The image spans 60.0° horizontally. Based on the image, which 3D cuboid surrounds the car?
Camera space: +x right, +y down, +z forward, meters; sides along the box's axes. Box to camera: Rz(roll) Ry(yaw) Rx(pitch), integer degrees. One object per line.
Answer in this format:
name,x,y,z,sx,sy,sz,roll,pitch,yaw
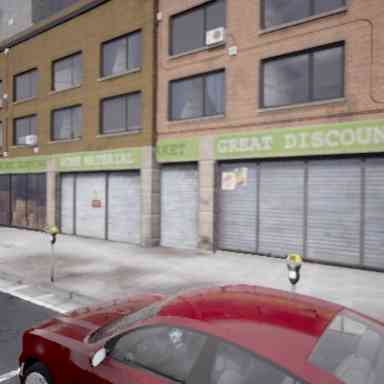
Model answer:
car,0.253,1.538,2.890,4.507,1.381,1.887,0,1,35
